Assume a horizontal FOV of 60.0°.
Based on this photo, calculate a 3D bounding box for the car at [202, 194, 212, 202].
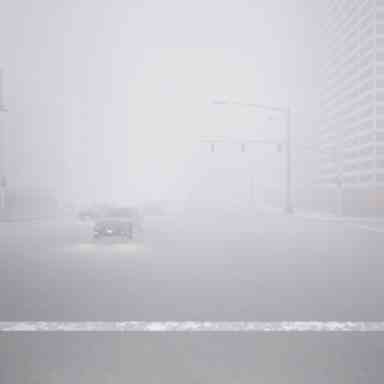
[{"bbox_3d":[3.360,1.330,74.675,2.097,1.767,4.553,0,0,0],"label":"car"}]

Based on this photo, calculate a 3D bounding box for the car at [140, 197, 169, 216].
[{"bbox_3d":[-3.663,1.515,33.003,1.812,1.442,4.674,0,0,0],"label":"car"}]

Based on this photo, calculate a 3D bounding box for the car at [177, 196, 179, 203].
[{"bbox_3d":[-3.639,1.470,67.931,2.128,1.511,4.902,0,0,0],"label":"car"}]

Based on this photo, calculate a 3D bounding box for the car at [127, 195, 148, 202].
[{"bbox_3d":[-7.179,1.511,42.089,1.812,1.442,4.674,0,0,0],"label":"car"}]

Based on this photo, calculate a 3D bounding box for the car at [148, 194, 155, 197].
[{"bbox_3d":[-7.191,1.487,57.597,1.837,1.490,4.892,0,0,0],"label":"car"}]

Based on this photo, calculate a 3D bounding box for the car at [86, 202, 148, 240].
[{"bbox_3d":[-3.633,1.499,17.062,1.837,1.490,4.892,0,0,0],"label":"car"}]

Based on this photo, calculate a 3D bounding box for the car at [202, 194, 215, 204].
[{"bbox_3d":[3.473,1.504,64.772,1.812,1.442,4.674,0,0,0],"label":"car"}]

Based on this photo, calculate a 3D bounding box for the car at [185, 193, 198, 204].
[{"bbox_3d":[-0.122,1.200,63.853,2.150,2.045,5.566,0,0,0],"label":"car"}]

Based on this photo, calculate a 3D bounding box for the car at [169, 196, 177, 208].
[{"bbox_3d":[-3.683,1.547,48.066,1.994,1.385,4.181,0,0,0],"label":"car"}]

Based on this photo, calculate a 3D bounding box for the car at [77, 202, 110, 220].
[{"bbox_3d":[-7.616,1.538,27.835,2.033,1.411,5.357,0,0,7],"label":"car"}]
